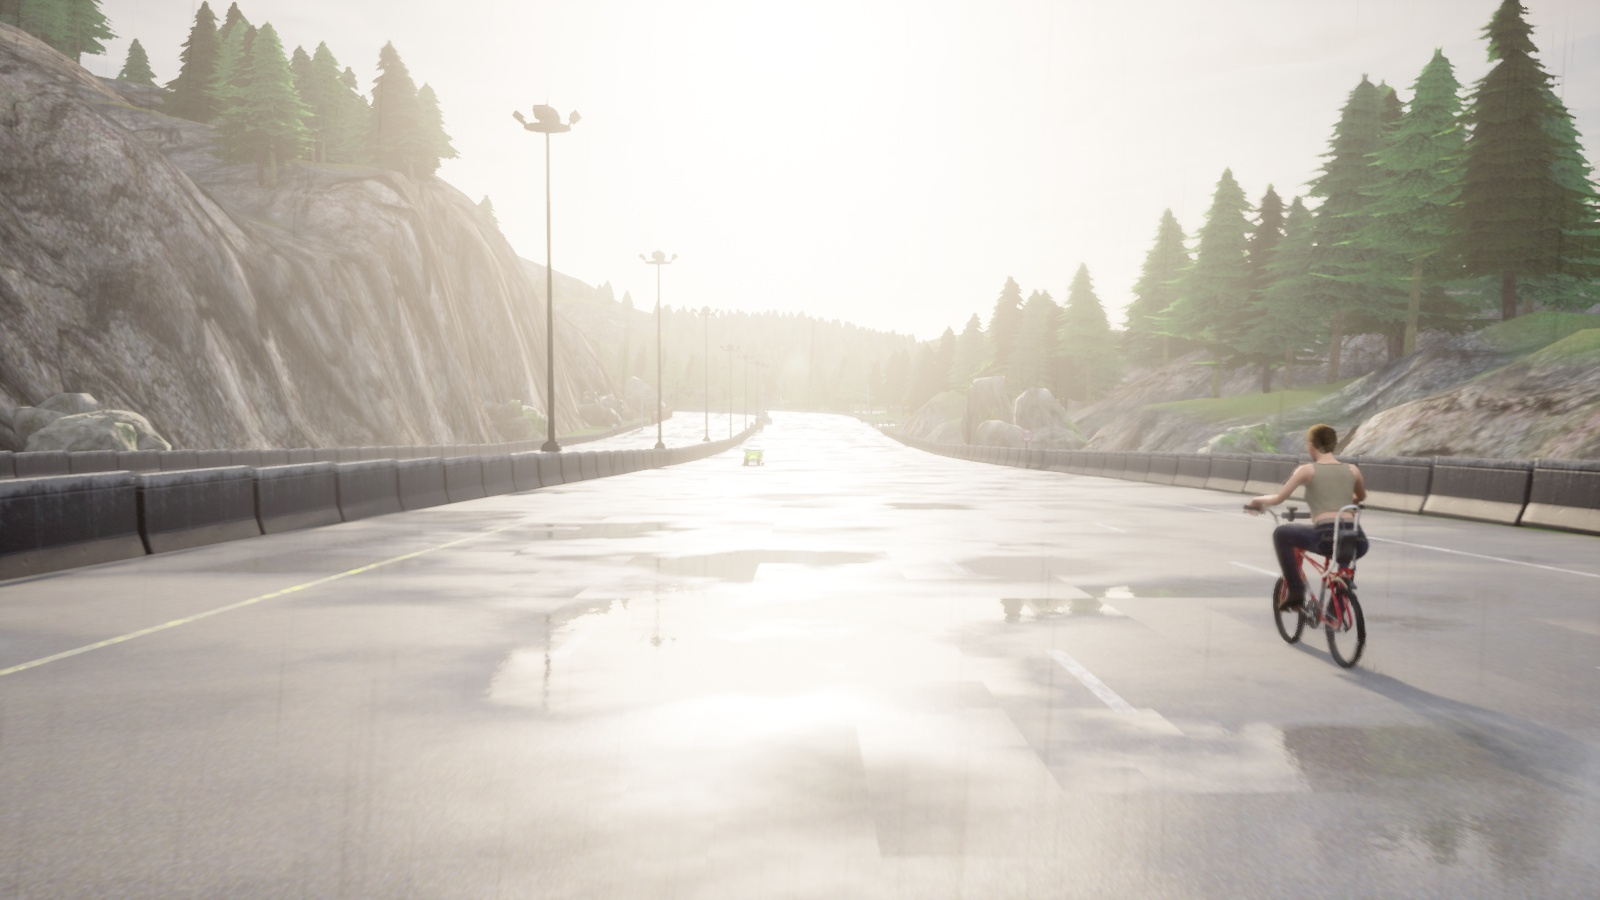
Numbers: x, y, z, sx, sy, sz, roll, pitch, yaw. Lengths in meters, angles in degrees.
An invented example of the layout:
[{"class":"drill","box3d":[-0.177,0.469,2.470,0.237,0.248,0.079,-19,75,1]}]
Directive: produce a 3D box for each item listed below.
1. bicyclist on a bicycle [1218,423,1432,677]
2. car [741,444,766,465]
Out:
[{"class":"bicyclist on a bicycle","box3d":[3.590,0.633,8.748,0.866,1.612,1.509,0,0,0]},{"class":"car","box3d":[-3.020,0.288,81.892,1.481,1.376,2.207,0,1,0]}]
